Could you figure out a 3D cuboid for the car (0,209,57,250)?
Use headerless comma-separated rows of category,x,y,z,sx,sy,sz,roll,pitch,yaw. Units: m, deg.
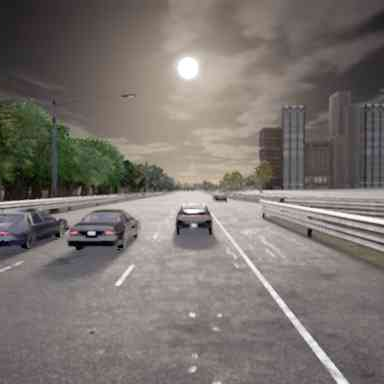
car,-6.892,1.424,13.696,2.033,1.411,5.357,0,1,0

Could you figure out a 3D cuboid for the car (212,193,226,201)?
car,5.089,0.990,62.362,2.163,1.488,4.792,0,0,-6

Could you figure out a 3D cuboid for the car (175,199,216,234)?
car,0.107,1.325,18.066,2.128,1.511,4.902,0,1,0

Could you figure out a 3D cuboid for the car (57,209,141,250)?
car,-3.393,1.423,13.732,2.033,1.411,5.357,0,1,0
